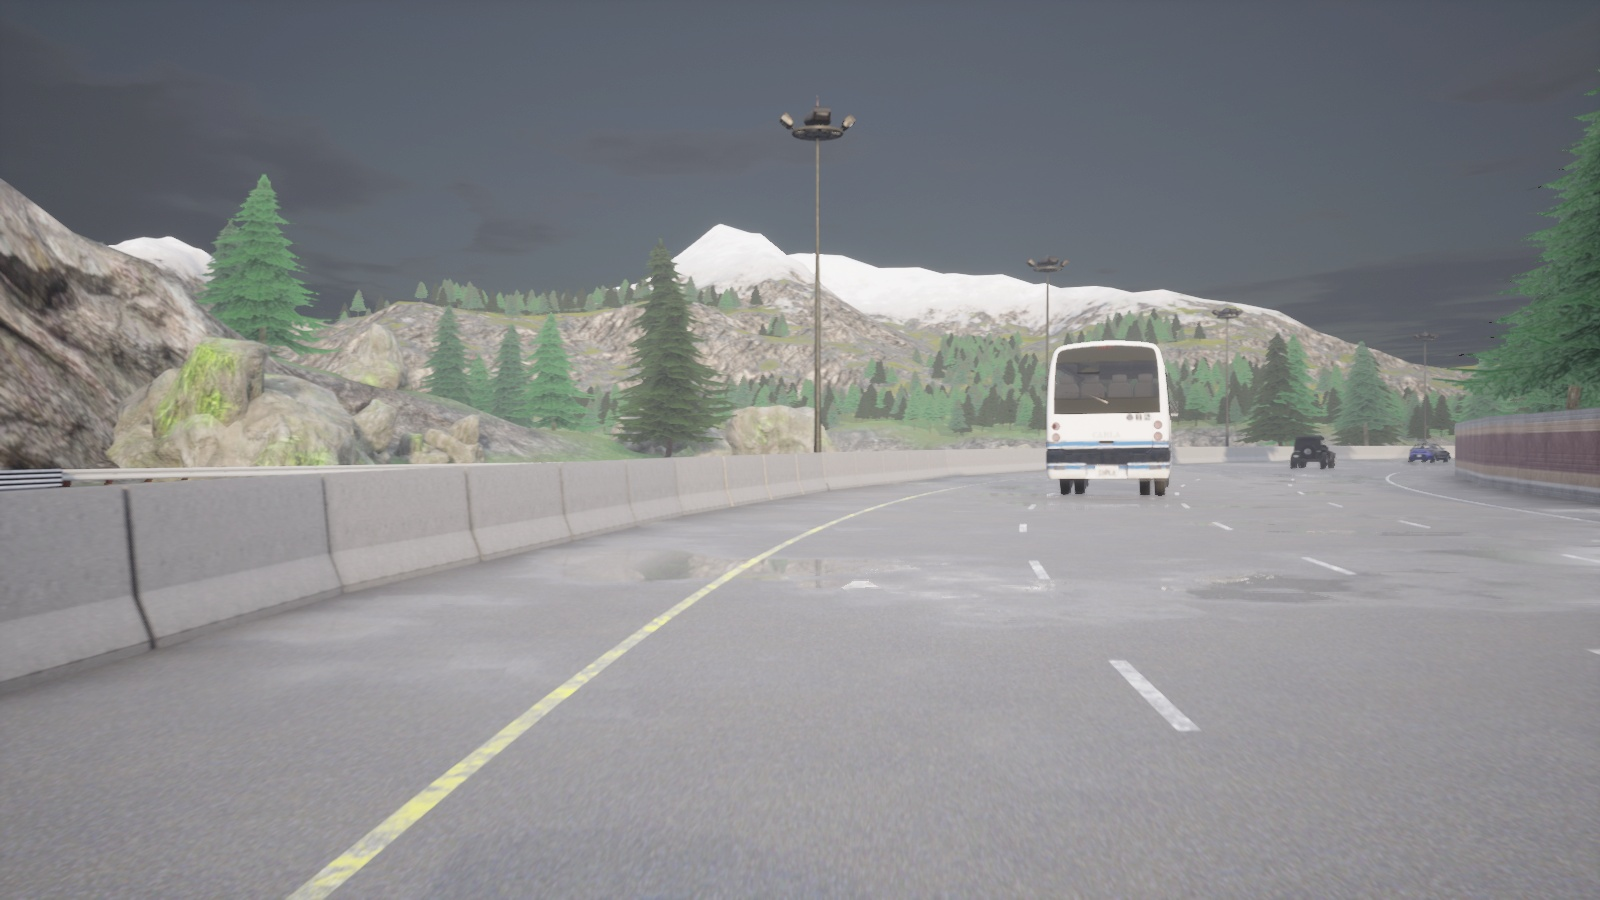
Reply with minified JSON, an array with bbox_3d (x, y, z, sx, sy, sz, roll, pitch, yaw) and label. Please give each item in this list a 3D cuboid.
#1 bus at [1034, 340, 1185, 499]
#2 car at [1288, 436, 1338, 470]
[{"bbox_3d":[9.895,-0.839,39.087,3.944,4.253,10.273,0,0,17],"label":"bus"},{"bbox_3d":[29.323,0.173,71.684,1.905,1.878,3.866,0,0,33],"label":"car"}]
